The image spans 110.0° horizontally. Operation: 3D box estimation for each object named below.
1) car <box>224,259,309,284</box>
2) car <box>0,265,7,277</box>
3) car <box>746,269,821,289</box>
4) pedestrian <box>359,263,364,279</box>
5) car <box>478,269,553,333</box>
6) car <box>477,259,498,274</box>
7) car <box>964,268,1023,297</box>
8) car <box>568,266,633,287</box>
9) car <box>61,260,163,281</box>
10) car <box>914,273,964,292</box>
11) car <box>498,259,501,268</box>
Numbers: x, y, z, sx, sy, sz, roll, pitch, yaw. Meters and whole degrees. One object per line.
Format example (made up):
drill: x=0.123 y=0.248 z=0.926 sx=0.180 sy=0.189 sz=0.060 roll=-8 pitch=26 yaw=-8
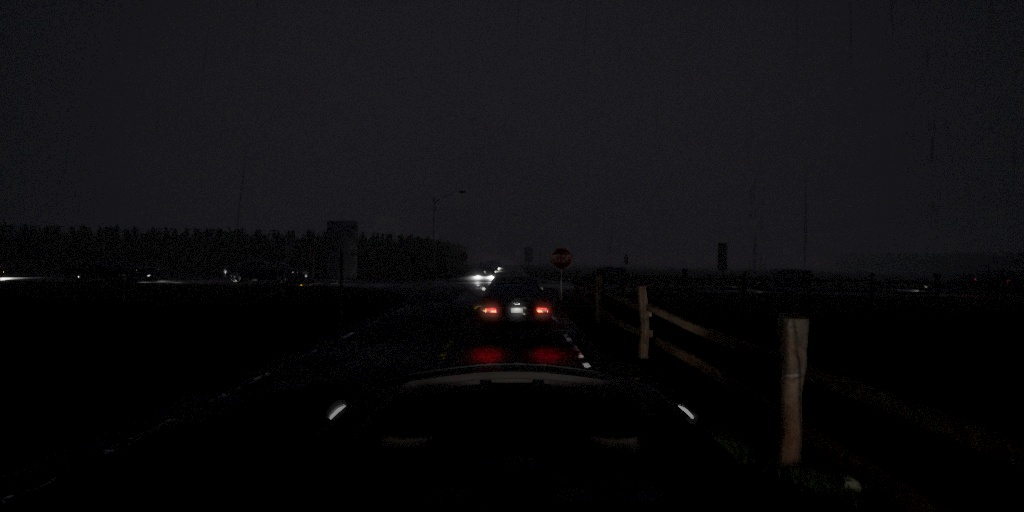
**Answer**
car: x=-15.702 y=0.978 z=23.125 sx=4.902 sy=1.511 sz=2.128 roll=1 pitch=-1 yaw=1
car: x=-35.633 y=0.699 z=23.069 sx=4.181 sy=1.385 sz=1.994 roll=1 pitch=-1 yaw=0
car: x=19.768 y=1.652 z=26.293 sx=4.892 sy=1.490 sz=1.837 roll=1 pitch=-1 yaw=0
pedestrian: x=-12.230 y=1.171 z=29.155 sx=0.375 sy=1.300 sz=0.375 roll=0 pitch=-2 yaw=0
car: x=0.045 y=1.299 z=10.762 sx=2.033 sy=1.411 sz=5.357 roll=0 pitch=0 yaw=-1
car: x=-2.928 y=1.358 z=40.552 sx=1.895 sy=1.301 sz=4.718 roll=0 pitch=0 yaw=0
car: x=33.321 y=1.716 z=23.416 sx=4.553 sy=1.767 sz=2.097 roll=1 pitch=-1 yaw=0
car: x=6.320 y=1.426 z=25.624 sx=4.674 sy=1.442 sz=1.812 roll=1 pitch=-1 yaw=-11
car: x=-25.611 y=0.912 z=23.112 sx=4.718 sy=1.301 sz=1.895 roll=1 pitch=-1 yaw=0
car: x=33.091 y=1.934 z=26.352 sx=5.357 sy=1.411 sz=2.033 roll=1 pitch=-1 yaw=0
car: x=-2.947 y=1.306 z=50.999 sx=2.033 sy=1.411 sz=5.357 roll=0 pitch=0 yaw=0
